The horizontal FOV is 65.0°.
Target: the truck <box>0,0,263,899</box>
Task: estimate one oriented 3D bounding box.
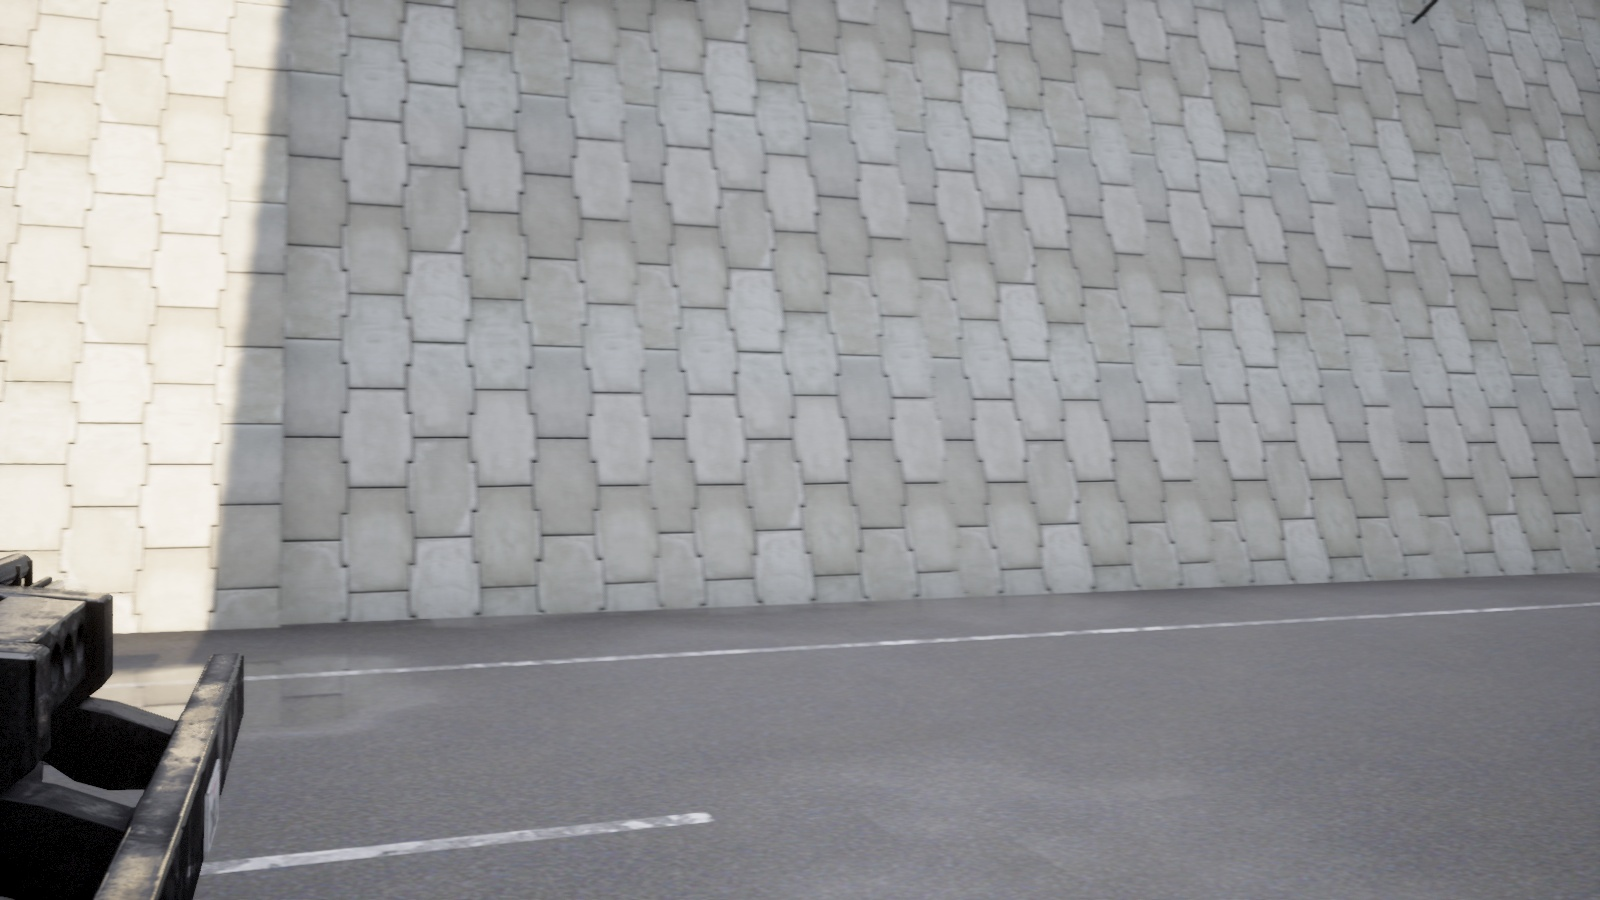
[{"bbox_3d":[-4.978,-0.152,1.337,7.936,3.462,2.891,-1,1,-21],"label":"truck"}]
